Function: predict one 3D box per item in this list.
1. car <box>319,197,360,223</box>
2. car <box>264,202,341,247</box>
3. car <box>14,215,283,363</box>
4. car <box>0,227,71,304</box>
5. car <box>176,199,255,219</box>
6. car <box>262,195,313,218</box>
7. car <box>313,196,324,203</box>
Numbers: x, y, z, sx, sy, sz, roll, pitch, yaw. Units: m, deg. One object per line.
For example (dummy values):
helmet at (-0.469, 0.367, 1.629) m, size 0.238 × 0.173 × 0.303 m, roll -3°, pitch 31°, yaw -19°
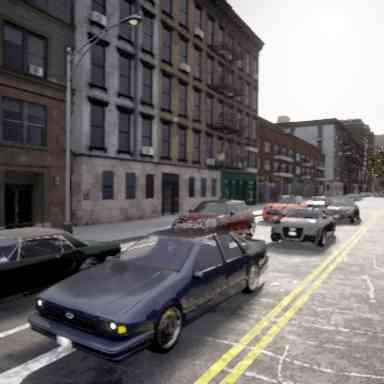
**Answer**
car at (10.363, 1.235, 22.873) m, size 1.812 × 1.442 × 4.674 m, roll 1°, pitch 1°, yaw 33°
car at (4.867, 1.373, 14.259) m, size 1.994 × 1.385 × 4.181 m, roll 1°, pitch 1°, yaw 32°
car at (-0.153, 1.444, 6.361) m, size 2.033 × 1.411 × 5.357 m, roll 1°, pitch 1°, yaw 32°
car at (-3.740, 1.465, 6.784) m, size 1.895 × 1.301 × 4.718 m, roll 1°, pitch 1°, yaw 33°
car at (1.038, 1.133, 14.277) m, size 2.097 × 1.767 × 4.553 m, roll 1°, pitch 1°, yaw 32°
car at (6.505, 1.035, 22.866) m, size 2.097 × 1.767 × 4.553 m, roll 1°, pitch 1°, yaw 33°
car at (12.141, 1.126, 31.665) m, size 2.033 × 1.411 × 5.357 m, roll 1°, pitch 1°, yaw 33°
